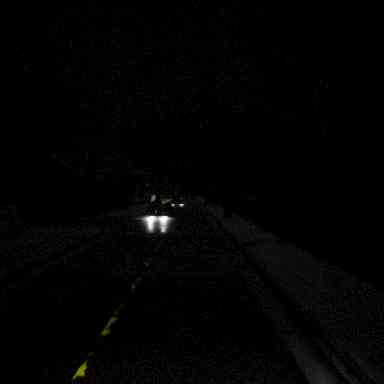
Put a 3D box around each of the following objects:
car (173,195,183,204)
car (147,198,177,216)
[{"bbox_3d":[-2.777,1.277,63.172,2.097,1.767,4.553,0,0,0],"label":"car"},{"bbox_3d":[-3.022,1.573,32.340,1.994,1.385,4.181,0,1,8],"label":"car"}]
